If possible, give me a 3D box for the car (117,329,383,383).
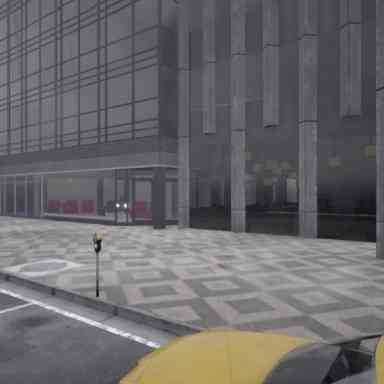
[{"bbox_3d":[1.513,1.525,2.002,4.829,1.417,1.752,0,0,36],"label":"car"}]
